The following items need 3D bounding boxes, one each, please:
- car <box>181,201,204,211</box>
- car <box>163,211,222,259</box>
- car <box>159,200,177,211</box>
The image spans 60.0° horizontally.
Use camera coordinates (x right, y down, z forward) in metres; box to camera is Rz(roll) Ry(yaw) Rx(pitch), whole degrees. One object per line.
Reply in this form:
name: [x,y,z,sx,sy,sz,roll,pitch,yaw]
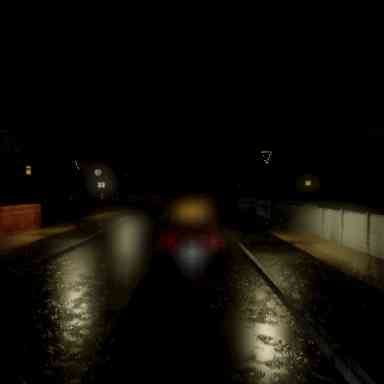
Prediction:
car: [0.040,1.500,29.034,1.882,1.535,5.008,0,0,0]
car: [0.038,1.597,12.599,1.895,1.301,4.718,0,0,0]
car: [-2.814,1.622,40.679,1.994,1.385,4.181,0,0,0]
